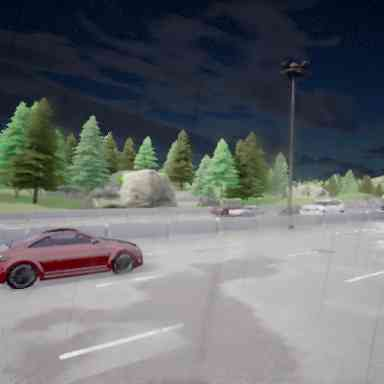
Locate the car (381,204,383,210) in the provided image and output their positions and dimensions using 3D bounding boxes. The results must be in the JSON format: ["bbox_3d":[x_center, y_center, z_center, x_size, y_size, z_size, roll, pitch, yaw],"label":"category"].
[{"bbox_3d":[38.738,2.613,64.787,4.553,1.767,2.097,2,-2,-35],"label":"car"}]

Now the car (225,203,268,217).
[{"bbox_3d":[6.457,2.271,38.278,4.718,1.301,1.895,0,-1,-35],"label":"car"}]

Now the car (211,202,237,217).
[{"bbox_3d":[4.541,2.086,41.208,4.553,1.767,2.097,0,-1,-34],"label":"car"}]

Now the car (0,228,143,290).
[{"bbox_3d":[-3.578,1.767,9.816,4.181,1.385,1.994,0,-1,-35],"label":"car"}]

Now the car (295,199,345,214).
[{"bbox_3d":[13.767,1.795,34.833,5.566,2.045,2.150,1,-1,-34],"label":"car"}]

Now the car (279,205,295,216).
[{"bbox_3d":[11.826,2.200,37.732,4.181,1.385,1.994,1,-1,-34],"label":"car"}]
